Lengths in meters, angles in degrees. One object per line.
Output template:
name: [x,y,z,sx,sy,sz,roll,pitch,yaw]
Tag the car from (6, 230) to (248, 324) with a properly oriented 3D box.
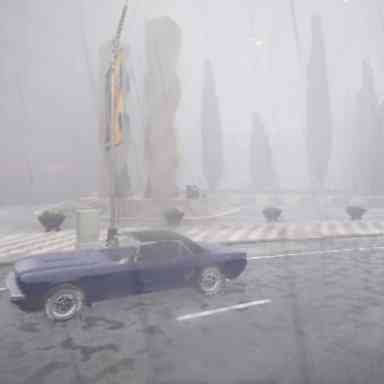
car: [-1.224,1.524,7.024,4.718,1.301,1.895,0,1,-30]
